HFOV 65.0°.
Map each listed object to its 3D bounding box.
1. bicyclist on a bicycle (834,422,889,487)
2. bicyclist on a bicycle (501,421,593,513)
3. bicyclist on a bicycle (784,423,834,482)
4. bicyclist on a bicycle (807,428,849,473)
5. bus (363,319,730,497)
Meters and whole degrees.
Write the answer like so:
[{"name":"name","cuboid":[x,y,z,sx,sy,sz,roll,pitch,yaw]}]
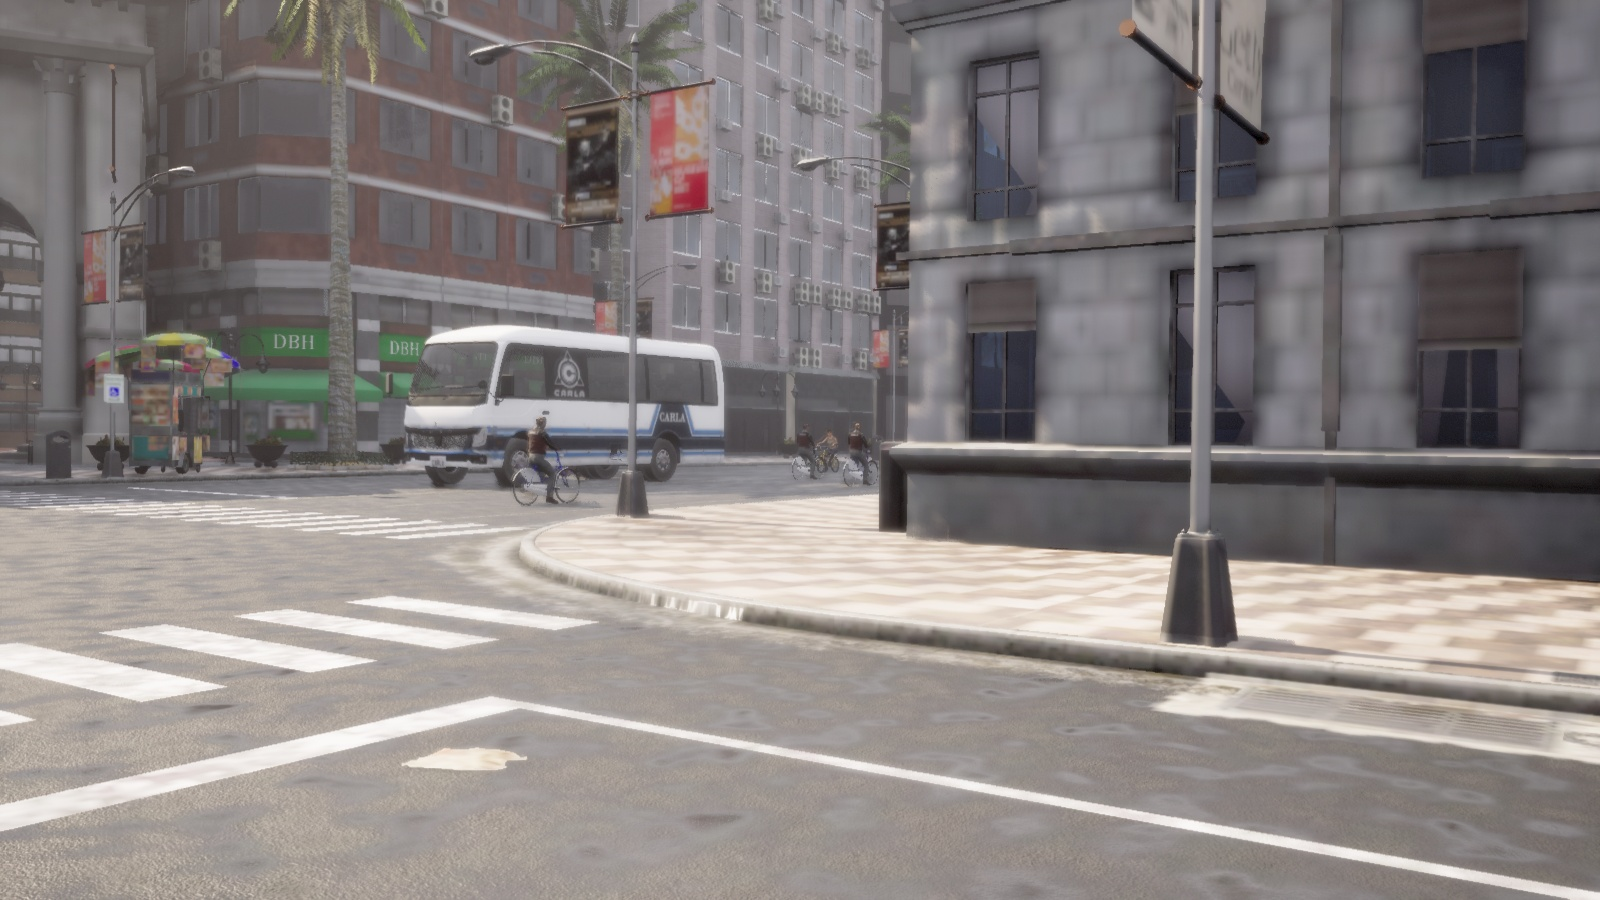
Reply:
[{"name":"bicyclist on a bicycle","cuboid":[1.733,0.104,35.314,0.659,1.776,1.843,0,1,34]},{"name":"bicyclist on a bicycle","cuboid":[-5.035,0.304,25.133,0.659,1.776,1.843,0,1,34]},{"name":"bicyclist on a bicycle","cuboid":[0.291,0.061,39.428,0.659,1.776,1.843,0,1,34]},{"name":"bicyclist on a bicycle","cuboid":[1.057,0.008,46.535,0.866,1.612,1.509,0,1,34]},{"name":"bus","cuboid":[-6.667,-1.083,35.330,3.944,4.253,10.273,0,1,34]}]
